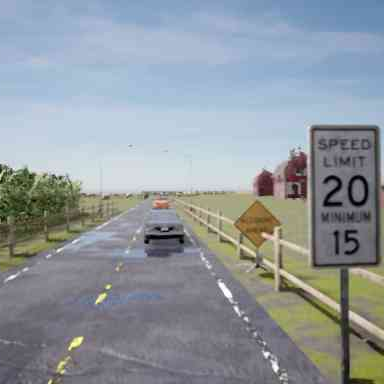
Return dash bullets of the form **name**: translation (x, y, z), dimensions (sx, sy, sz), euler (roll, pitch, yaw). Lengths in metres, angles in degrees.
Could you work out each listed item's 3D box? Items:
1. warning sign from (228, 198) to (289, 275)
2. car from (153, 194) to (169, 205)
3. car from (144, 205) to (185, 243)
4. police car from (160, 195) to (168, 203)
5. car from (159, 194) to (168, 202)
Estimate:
- **warning sign**: translation (1.721, 1.113, 8.791), dimensions (1.300, 1.860, 1.060), euler (-1, 0, -6)
- **car**: translation (-4.232, 1.495, 45.959), dimensions (2.097, 1.767, 4.553), euler (-1, 0, -6)
- **car**: translation (-1.391, 1.599, 16.386), dimensions (2.033, 1.411, 5.357), euler (-1, 0, -6)
- **police car**: translation (-6.644, 1.654, 78.419), dimensions (1.930, 1.638, 5.238), euler (-1, 0, -6)
- **car**: translation (-7.602, 1.480, 88.293), dimensions (2.150, 2.045, 5.566), euler (-1, 0, -6)
